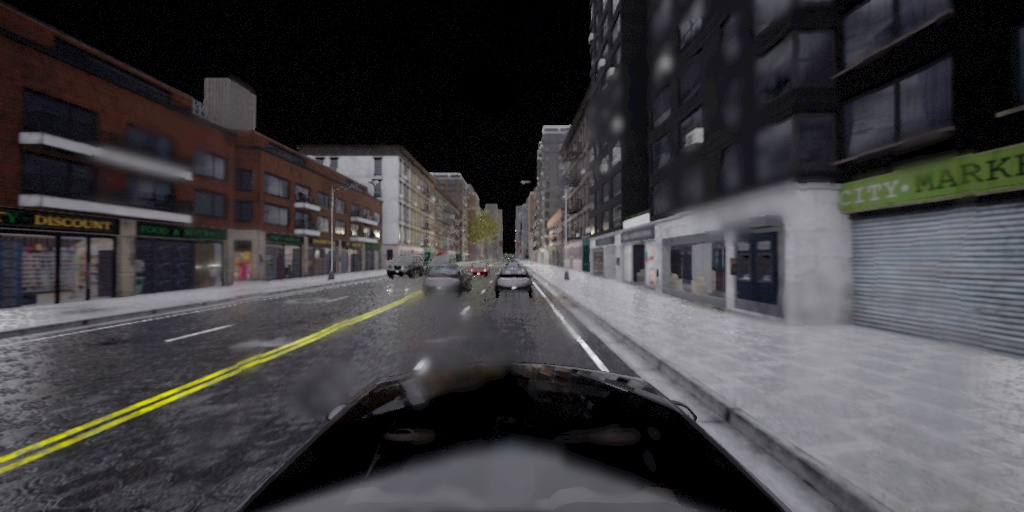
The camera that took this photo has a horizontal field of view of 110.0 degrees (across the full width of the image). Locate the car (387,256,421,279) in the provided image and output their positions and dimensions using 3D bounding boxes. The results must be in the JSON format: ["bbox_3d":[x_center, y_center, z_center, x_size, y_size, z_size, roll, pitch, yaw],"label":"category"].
[{"bbox_3d":[-9.803,0.997,33.456,2.150,2.045,5.566,0,0,0],"label":"car"}]

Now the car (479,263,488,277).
[{"bbox_3d":[-3.148,1.376,35.942,1.895,1.301,4.718,0,0,0],"label":"car"}]

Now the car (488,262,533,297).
[{"bbox_3d":[0.096,1.254,18.880,2.128,1.511,4.902,0,0,0],"label":"car"}]

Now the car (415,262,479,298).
[{"bbox_3d":[-3.149,1.253,18.384,2.128,1.511,4.902,0,0,0],"label":"car"}]

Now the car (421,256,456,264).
[{"bbox_3d":[-6.548,0.997,33.851,2.150,2.045,5.566,0,0,1],"label":"car"}]
